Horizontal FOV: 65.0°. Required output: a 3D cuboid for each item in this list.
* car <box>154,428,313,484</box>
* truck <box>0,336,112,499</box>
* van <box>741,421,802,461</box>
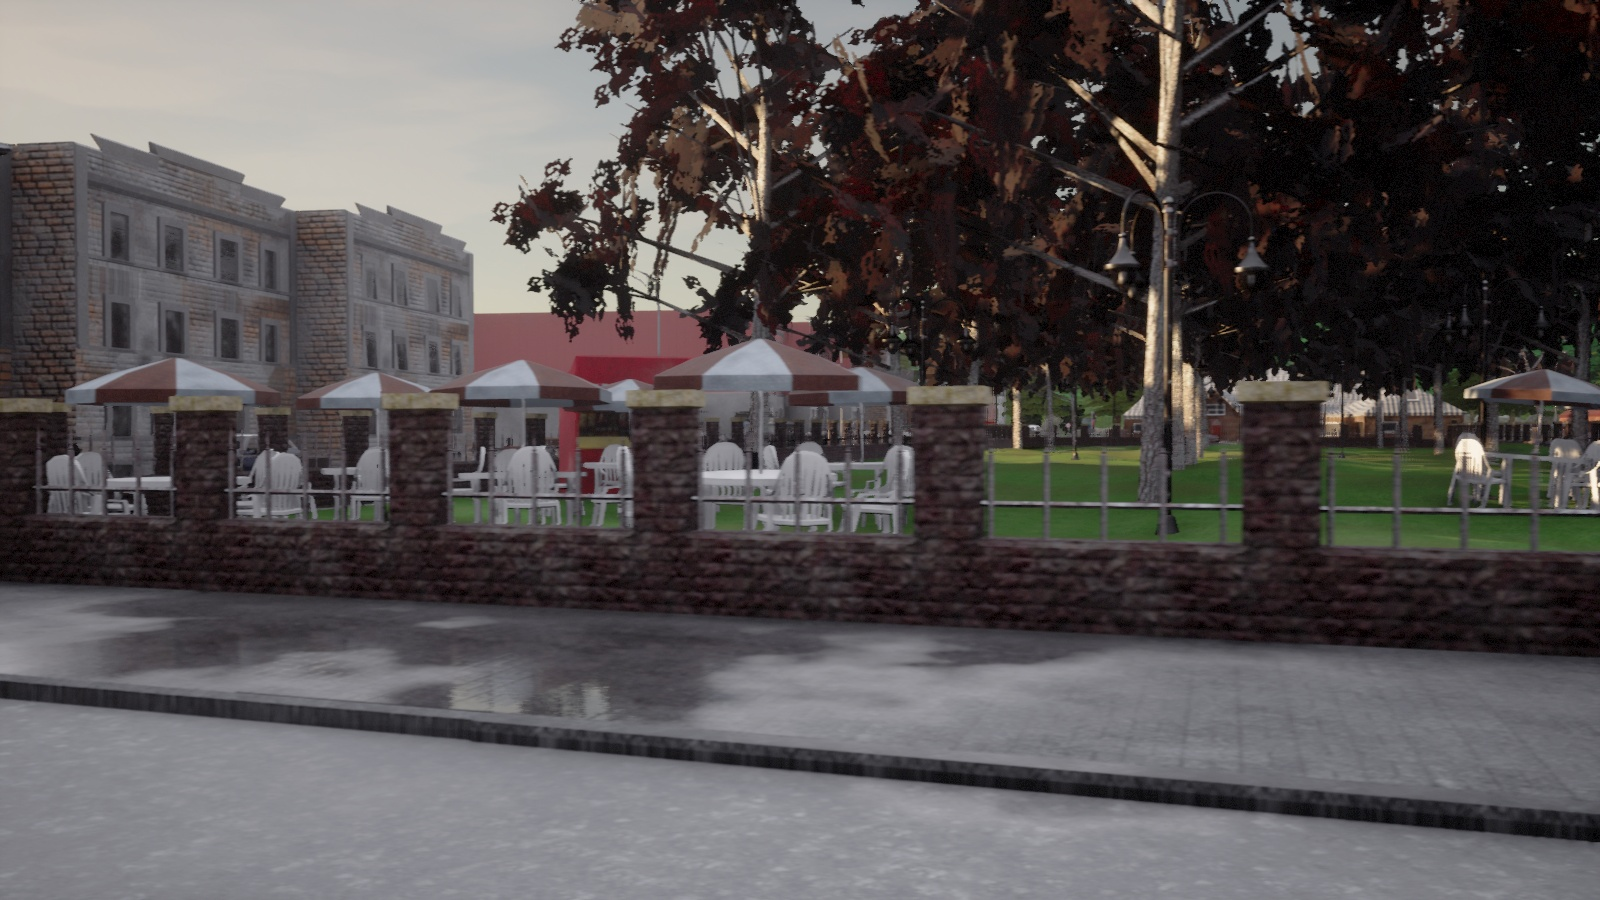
[{"bbox_3d":[-15.734,0.130,35.080,1.970,1.475,3.806,1,1,19],"label":"car"},{"bbox_3d":[-18.742,-0.685,26.086,2.891,3.462,7.936,1,1,19],"label":"truck"},{"bbox_3d":[-1.428,-0.503,65.089,1.775,1.987,4.442,1,1,19],"label":"van"}]
